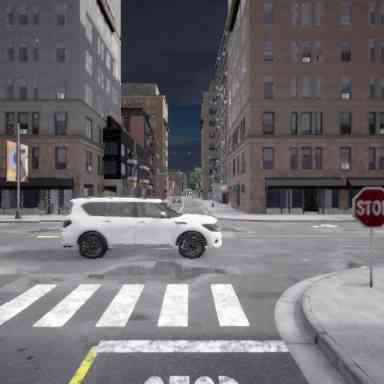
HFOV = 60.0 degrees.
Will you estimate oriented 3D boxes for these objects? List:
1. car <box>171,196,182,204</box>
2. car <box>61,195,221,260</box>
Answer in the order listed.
[{"bbox_3d":[-3.160,1.614,69.046,2.128,1.511,4.902,0,0,-2],"label":"car"},{"bbox_3d":[-1.764,1.212,11.986,5.566,2.045,2.150,0,0,0],"label":"car"}]
